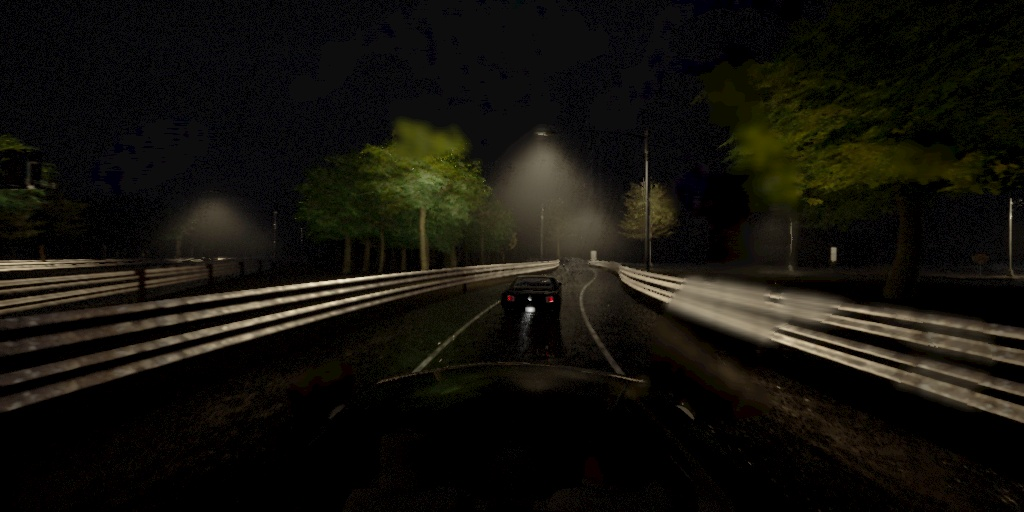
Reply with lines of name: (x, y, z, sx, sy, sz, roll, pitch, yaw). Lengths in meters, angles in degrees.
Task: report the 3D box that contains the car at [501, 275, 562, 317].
car: (0.886, 1.357, 13.250, 1.895, 1.301, 4.718, 0, 0, 8)
